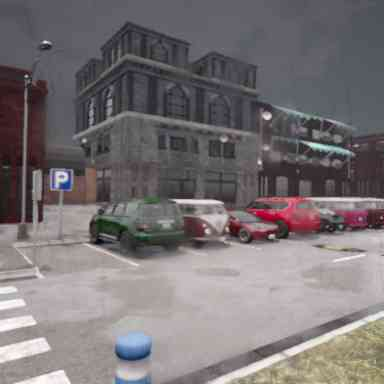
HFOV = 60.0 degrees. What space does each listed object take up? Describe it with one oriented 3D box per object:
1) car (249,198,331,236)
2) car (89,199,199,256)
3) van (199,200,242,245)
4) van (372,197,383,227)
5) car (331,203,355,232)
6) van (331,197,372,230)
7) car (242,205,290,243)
[{"bbox_3d":[4.381,1.345,18.584,2.435,2.045,5.566,0,0,-35],"label":"car"},{"bbox_3d":[-2.426,1.283,13.772,2.435,2.045,5.566,1,0,-35],"label":"car"},{"bbox_3d":[-0.074,1.331,15.256,1.878,1.987,4.442,1,0,-35],"label":"van"},{"bbox_3d":[11.132,1.415,23.476,1.878,1.987,4.442,0,0,-35],"label":"van"},{"bbox_3d":[6.768,1.615,20.230,2.231,1.521,4.892,0,0,-35],"label":"car"},{"bbox_3d":[8.967,1.403,21.942,1.878,1.987,4.442,0,0,-35],"label":"van"},{"bbox_3d":[2.246,1.608,17.005,2.163,1.488,4.792,0,0,-35],"label":"car"}]
